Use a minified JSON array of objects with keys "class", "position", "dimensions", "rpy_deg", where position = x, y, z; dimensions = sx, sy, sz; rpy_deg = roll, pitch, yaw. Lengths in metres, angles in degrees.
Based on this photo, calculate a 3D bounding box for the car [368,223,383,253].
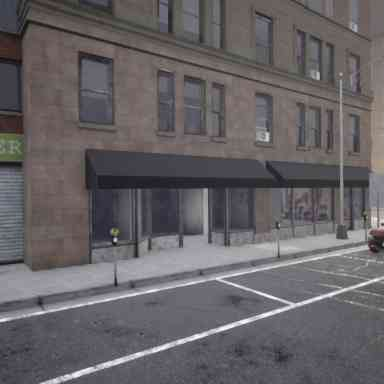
[{"class":"car","position":[8.398,1.542,12.578],"dimensions":[4.507,1.381,1.887],"rpy_deg":[0,-1,-36]}]
